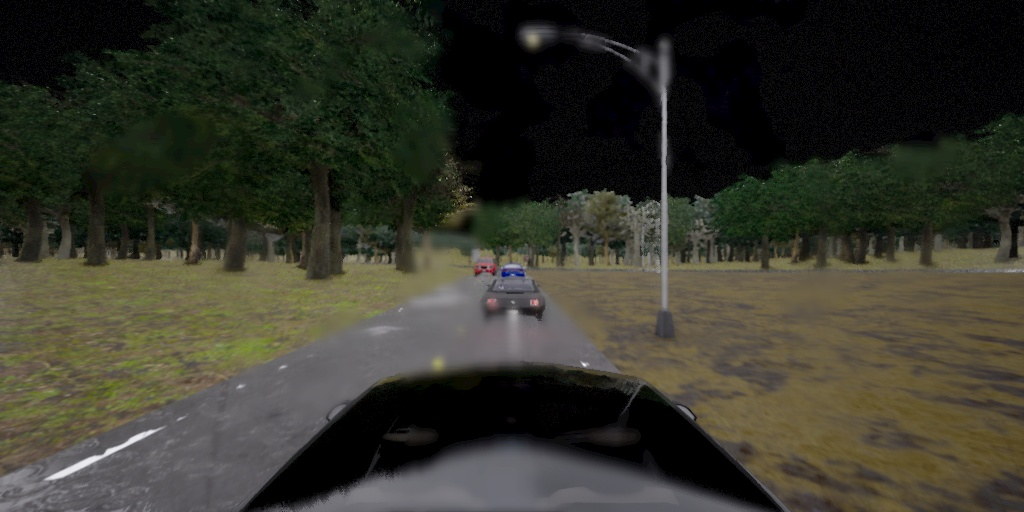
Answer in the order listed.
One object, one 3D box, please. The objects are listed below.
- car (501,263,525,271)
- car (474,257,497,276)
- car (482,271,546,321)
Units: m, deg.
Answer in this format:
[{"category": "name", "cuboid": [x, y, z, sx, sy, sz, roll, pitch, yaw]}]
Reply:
[{"category": "car", "cuboid": [0.068, 1.330, 30.039, 1.882, 1.535, 5.008, 0, 0, 0]}, {"category": "car", "cuboid": [-2.860, 1.139, 39.617, 2.150, 2.045, 5.566, 0, 0, 0]}, {"category": "car", "cuboid": [0.073, 1.382, 12.539, 1.895, 1.301, 4.718, 0, 0, 0]}]
